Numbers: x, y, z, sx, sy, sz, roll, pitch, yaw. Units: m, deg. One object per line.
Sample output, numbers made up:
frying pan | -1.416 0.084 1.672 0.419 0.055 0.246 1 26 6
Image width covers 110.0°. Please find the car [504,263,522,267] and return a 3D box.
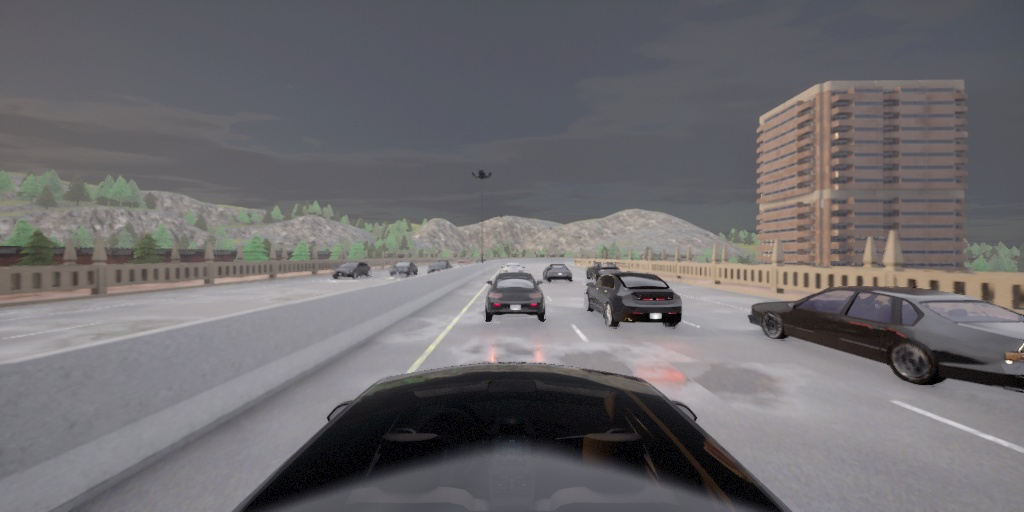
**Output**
car | 0.083 1.273 29.344 1.812 1.442 4.674 0 0 0

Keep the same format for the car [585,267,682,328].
car | 3.599 1.254 11.391 1.837 1.490 4.892 0 0 0

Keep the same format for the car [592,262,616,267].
car | 7.096 1.240 28.168 2.128 1.511 4.902 0 0 0

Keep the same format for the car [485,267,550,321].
car | 0.098 1.275 12.370 1.812 1.442 4.674 0 0 0

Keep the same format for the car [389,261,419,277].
car | -10.598 1.272 35.454 1.812 1.442 4.674 0 0 0

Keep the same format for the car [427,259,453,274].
car | -7.099 1.252 35.733 1.837 1.490 4.892 0 0 0

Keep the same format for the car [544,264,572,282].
car | 3.596 1.312 28.834 1.994 1.385 4.181 0 0 0

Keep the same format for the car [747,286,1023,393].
car | 7.100 1.297 6.922 2.033 1.411 5.357 0 0 0

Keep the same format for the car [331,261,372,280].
car | -14.099 1.251 31.845 1.837 1.490 4.892 0 0 0
